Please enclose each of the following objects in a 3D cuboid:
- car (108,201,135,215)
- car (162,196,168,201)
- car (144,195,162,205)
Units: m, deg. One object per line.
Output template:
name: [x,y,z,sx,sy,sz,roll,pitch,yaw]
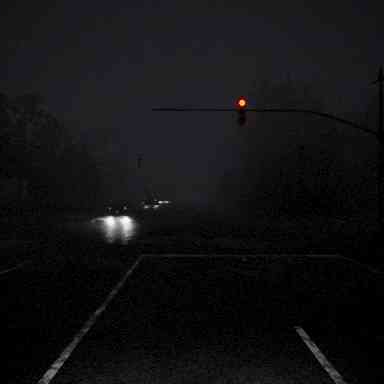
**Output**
car: [-7.002,1.616,33.425,1.895,1.301,4.718,0,0,0]
car: [-7.000,1.595,81.161,1.895,1.301,4.718,0,0,0]
car: [-7.000,1.320,57.761,2.097,1.767,4.553,0,-1,0]
